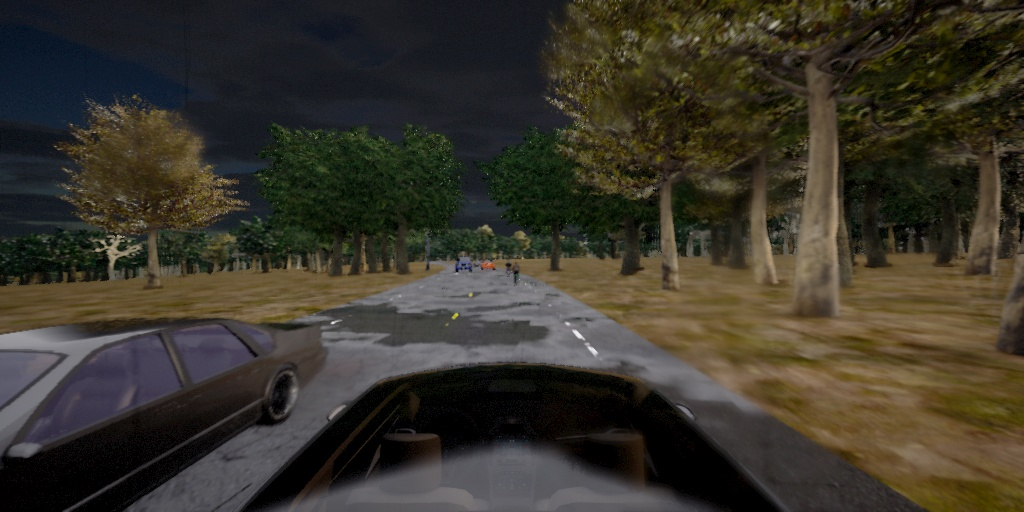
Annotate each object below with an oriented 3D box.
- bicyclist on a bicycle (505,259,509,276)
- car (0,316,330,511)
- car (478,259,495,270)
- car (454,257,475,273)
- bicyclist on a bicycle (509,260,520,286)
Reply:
[{"bbox_3d":[-0.329,1.162,32.876,0.659,1.776,1.843,0,0,-5],"label":"bicyclist on a bicycle"},{"bbox_3d":[-3.619,1.302,2.977,2.033,1.411,5.357,0,0,0],"label":"car"},{"bbox_3d":[-3.830,1.304,56.473,2.097,1.767,4.553,0,-1,-8],"label":"car"},{"bbox_3d":[-6.204,1.098,46.393,2.150,2.045,5.566,0,-1,-6],"label":"car"},{"bbox_3d":[0.287,1.214,23.907,0.582,1.620,1.656,0,0,-3],"label":"bicyclist on a bicycle"}]
